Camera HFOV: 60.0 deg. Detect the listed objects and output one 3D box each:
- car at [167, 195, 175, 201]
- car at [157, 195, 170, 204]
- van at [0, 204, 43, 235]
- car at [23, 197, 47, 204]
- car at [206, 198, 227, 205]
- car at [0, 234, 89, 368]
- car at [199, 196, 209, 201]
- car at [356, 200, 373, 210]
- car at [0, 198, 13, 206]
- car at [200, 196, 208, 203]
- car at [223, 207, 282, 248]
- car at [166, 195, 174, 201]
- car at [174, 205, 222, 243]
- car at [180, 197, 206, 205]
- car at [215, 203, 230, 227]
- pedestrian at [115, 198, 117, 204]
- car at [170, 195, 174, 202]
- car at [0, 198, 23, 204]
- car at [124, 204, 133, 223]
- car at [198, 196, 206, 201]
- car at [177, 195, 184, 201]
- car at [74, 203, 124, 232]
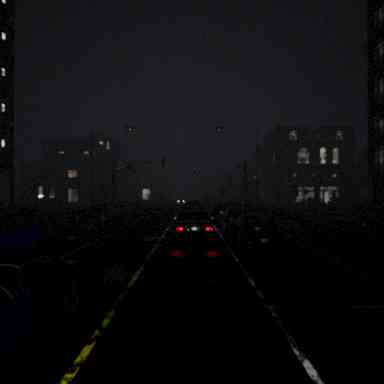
[{"bbox_3d":[-5.694,1.660,91.477,1.752,1.417,4.829,0,0,0],"label":"car"},{"bbox_3d":[-5.692,1.674,64.037,1.802,1.307,4.206,0,0,0],"label":"car"},{"bbox_3d":[-5.687,1.355,8.883,1.690,1.788,3.998,0,0,0],"label":"van"},{"bbox_3d":[-25.455,1.519,52.424,4.829,1.417,1.752,0,-1,1],"label":"car"},{"bbox_3d":[2.691,1.596,31.634,2.008,1.369,4.403,0,0,0],"label":"car"},{"bbox_3d":[-3.101,1.608,4.781,1.895,1.301,4.718,0,0,0],"label":"car"},{"bbox_3d":[2.689,1.657,64.024,1.947,1.339,4.313,0,0,0],"label":"car"},{"bbox_3d":[23.642,1.740,43.255,4.206,1.307,1.802,0,-1,1],"label":"car"},{"bbox_3d":[-30.822,1.553,52.506,4.206,1.307,1.802,0,-1,1],"label":"car"},{"bbox_3d":[2.688,1.690,75.067,1.802,1.307,4.206,0,0,0],"label":"car"},{"bbox_3d":[2.693,1.572,14.558,2.008,1.369,4.403,0,0,0],"label":"car"},{"bbox_3d":[-5.693,1.566,86.124,1.967,1.590,4.097,0,0,0],"label":"car"},{"bbox_3d":[0.099,1.570,16.205,2.033,1.411,5.357,0,0,0],"label":"car"},{"bbox_3d":[0.097,1.523,31.404,1.882,1.535,5.008,0,-1,0],"label":"car"},{"bbox_3d":[2.692,1.574,20.250,1.887,1.381,4.507,0,0,0],"label":"car"},{"bbox_3d":[-12.556,1.489,55.168,0.375,1.300,0.375,0,-1,1],"label":"pedestrian"},{"bbox_3d":[-5.693,1.659,75.080,2.008,1.369,4.403,0,0,0],"label":"car"},{"bbox_3d":[-25.416,1.488,44.042,4.403,1.369,2.008,0,-1,1],"label":"car"},{"bbox_3d":[-5.689,1.588,25.959,2.008,1.369,4.403,0,0,0],"label":"car"},{"bbox_3d":[2.686,1.685,91.634,2.008,1.369,4.403,0,0,0],"label":"car"},{"bbox_3d":[-3.007,1.655,92.896,1.812,1.442,4.674,0,0,0],"label":"car"},{"bbox_3d":[-5.688,1.470,20.267,1.967,1.590,4.097,0,0,0],"label":"car"}]
